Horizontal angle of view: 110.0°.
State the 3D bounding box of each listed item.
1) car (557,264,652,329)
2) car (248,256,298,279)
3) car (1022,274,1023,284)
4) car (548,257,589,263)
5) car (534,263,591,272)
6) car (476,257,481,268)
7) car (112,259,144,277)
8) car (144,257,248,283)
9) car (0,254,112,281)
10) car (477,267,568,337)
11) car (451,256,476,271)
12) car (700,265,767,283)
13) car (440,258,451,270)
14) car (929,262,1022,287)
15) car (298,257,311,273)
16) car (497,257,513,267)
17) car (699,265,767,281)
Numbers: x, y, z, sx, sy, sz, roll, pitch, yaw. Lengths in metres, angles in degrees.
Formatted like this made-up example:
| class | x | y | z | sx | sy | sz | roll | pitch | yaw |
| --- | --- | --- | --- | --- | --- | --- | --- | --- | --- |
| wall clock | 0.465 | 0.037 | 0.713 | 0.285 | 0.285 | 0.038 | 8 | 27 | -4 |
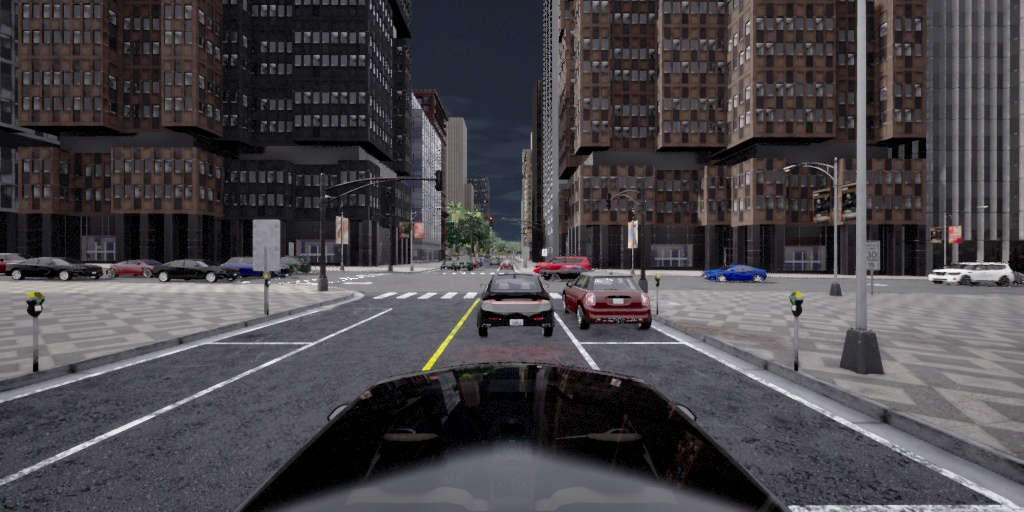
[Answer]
| class | x | y | z | sx | sy | sz | roll | pitch | yaw |
| --- | --- | --- | --- | --- | --- | --- | --- | --- | --- |
| car | 2.735 | 1.189 | 11.178 | 1.967 | 1.591 | 4.097 | 0 | 0 | 0 |
| car | -19.561 | 0.852 | 27.562 | 4.553 | 1.767 | 2.097 | 1 | 0 | 0 |
| car | 46.803 | 1.996 | 34.764 | 5.357 | 1.411 | 2.033 | 1 | 0 | 0 |
| car | 4.834 | 1.059 | 34.478 | 5.566 | 2.045 | 2.150 | 1 | 0 | 0 |
| car | 4.575 | 1.441 | 29.600 | 4.718 | 1.301 | 1.895 | 1 | 0 | -19 |
| car | -6.665 | 1.245 | 59.370 | 1.882 | 1.535 | 5.008 | 0 | 0 | 0 |
| car | -28.205 | 0.943 | 27.482 | 4.181 | 1.385 | 1.994 | 1 | 0 | -1 |
| car | -21.271 | 0.958 | 24.297 | 5.008 | 1.535 | 1.882 | 1 | 0 | -1 |
| car | -30.738 | 0.824 | 24.216 | 5.008 | 1.535 | 1.882 | 1 | 0 | 0 |
| car | 0.077 | 1.240 | 10.292 | 2.128 | 1.511 | 4.902 | 0 | 0 | -1 |
| car | -6.584 | 0.968 | 49.380 | 2.150 | 2.045 | 5.566 | 0 | 0 | 0 |
| car | 19.423 | 1.529 | 31.355 | 5.008 | 1.535 | 1.882 | 0 | 0 | 0 |
| car | -9.280 | 1.318 | 52.482 | 1.948 | 1.339 | 4.313 | 0 | 0 | -1 |
| car | 40.324 | 1.579 | 31.509 | 5.566 | 2.045 | 2.150 | 1 | 0 | 0 |
| car | -21.875 | 0.811 | 34.242 | 4.553 | 1.767 | 2.097 | 1 | 0 | -1 |
| car | -0.756 | 1.192 | 52.560 | 1.967 | 1.591 | 4.097 | 0 | 0 | -1 |
| car | 21.231 | 1.621 | 34.621 | 5.357 | 1.411 | 2.033 | 1 | 0 | 0 |
